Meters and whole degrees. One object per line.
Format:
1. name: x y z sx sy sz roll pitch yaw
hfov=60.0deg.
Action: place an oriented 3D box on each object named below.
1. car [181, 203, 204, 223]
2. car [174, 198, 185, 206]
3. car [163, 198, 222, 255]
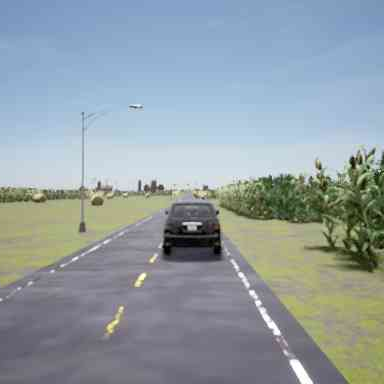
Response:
1. car: 0.024 1.764 29.296 1.837 1.490 4.892 0 0 0
2. car: -2.701 2.061 70.977 2.128 1.511 4.902 0 0 0
3. car: 0.011 1.345 14.010 2.150 2.045 5.566 0 0 0
